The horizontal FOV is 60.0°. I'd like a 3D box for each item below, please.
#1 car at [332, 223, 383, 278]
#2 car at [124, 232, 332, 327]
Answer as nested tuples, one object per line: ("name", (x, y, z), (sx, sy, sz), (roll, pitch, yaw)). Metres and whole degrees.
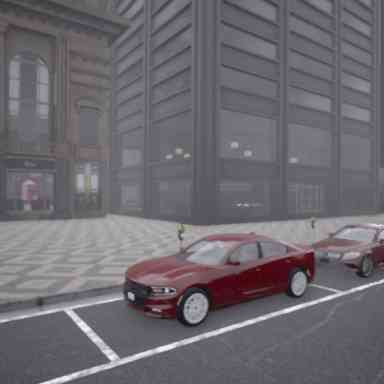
("car", (5.364, 1.662, 10.364), (4.206, 1.307, 1.802), (1, 0, -36))
("car", (0.775, 1.581, 7.087), (4.507, 1.381, 1.887), (1, 0, -36))
